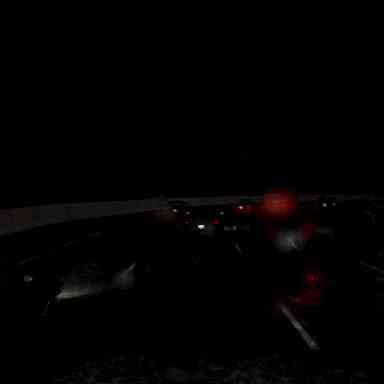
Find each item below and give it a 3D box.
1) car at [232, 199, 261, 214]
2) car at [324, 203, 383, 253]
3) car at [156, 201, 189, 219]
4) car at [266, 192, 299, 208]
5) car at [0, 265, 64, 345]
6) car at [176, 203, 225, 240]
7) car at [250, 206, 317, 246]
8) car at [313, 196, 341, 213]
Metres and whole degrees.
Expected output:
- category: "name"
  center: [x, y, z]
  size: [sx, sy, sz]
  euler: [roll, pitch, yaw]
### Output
- category: "car"
  center: [5.341, 1.389, 32.038]
  size: [1.994, 1.385, 4.181]
  euler: [0, 0, 26]
- category: "car"
  center: [7.304, 1.418, 13.226]
  size: [2.128, 1.511, 4.902]
  euler: [0, 0, 3]
- category: "car"
  center: [-1.046, 1.402, 26.693]
  size: [2.033, 1.411, 5.357]
  euler: [0, 0, 19]
- category: "car"
  center: [8.409, 1.054, 30.708]
  size: [2.150, 2.045, 5.566]
  euler: [0, 0, 27]
- category: "car"
  center: [-3.416, 1.525, 4.012]
  size: [2.033, 1.411, 5.357]
  euler: [0, 0, 0]
- category: "car"
  center: [0.626, 1.473, 16.580]
  size: [1.994, 1.385, 4.181]
  euler: [0, 0, 6]
- category: "car"
  center: [3.888, 1.520, 14.760]
  size: [1.895, 1.301, 4.718]
  euler: [0, 0, 4]
- category: "car"
  center: [12.680, 1.183, 31.022]
  size: [2.097, 1.767, 4.553]
  euler: [0, 0, 29]
